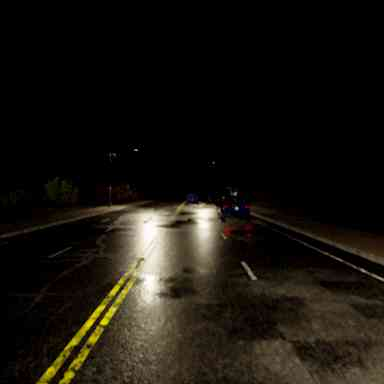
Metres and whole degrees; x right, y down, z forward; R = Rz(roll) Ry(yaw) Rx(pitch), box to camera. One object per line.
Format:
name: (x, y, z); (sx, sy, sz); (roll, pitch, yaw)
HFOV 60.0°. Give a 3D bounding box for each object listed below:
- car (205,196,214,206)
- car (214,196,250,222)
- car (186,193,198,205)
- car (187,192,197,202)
car: (3.202, 1.496, 53.094); (1.837, 1.490, 4.892); (0, -2, 0)
car: (3.232, 1.302, 26.647); (2.150, 2.045, 5.566); (0, 0, 0)
car: (0.053, 1.411, 56.233); (1.882, 1.535, 5.008); (0, -1, 0)
car: (0.073, 1.137, 71.408); (2.150, 2.045, 5.566); (0, 0, 1)
